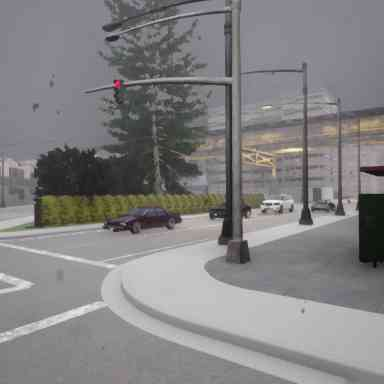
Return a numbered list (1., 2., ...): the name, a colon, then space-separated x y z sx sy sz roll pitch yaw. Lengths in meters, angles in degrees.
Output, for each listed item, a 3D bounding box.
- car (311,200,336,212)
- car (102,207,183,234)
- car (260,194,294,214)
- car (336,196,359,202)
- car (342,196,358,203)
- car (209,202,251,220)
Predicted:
1. car: 15.398 1.590 38.890 1.994 1.385 4.181 -1 0 36
2. car: -2.771 1.602 20.068 2.033 1.411 5.357 -1 0 36
3. car: 9.639 1.281 37.189 2.150 2.045 5.566 -1 0 36
4. car: 31.871 1.364 68.050 4.536 1.218 1.853 0 0 -29
5. car: 31.827 1.522 68.023 4.974 1.542 2.038 0 0 -29
6. car: 3.344 1.535 28.519 1.882 1.535 5.008 -1 0 36
